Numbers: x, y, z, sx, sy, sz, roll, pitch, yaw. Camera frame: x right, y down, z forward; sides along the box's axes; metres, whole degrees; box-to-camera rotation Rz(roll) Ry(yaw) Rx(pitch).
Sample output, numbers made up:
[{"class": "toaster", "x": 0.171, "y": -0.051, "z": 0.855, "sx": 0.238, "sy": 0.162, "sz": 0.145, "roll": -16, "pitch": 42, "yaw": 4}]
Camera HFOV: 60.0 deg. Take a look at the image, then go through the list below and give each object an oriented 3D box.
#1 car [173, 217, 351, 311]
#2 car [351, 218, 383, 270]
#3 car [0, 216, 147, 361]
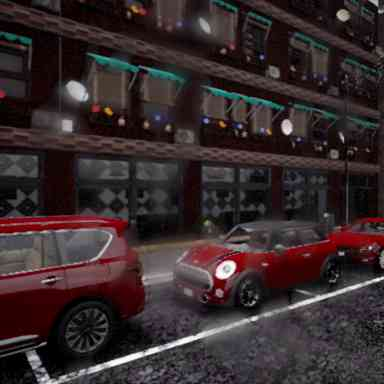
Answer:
[{"class": "car", "x": 1.561, "y": 1.434, "z": 7.672, "sx": 4.097, "sy": 1.590, "sz": 1.967, "roll": 0, "pitch": 0, "yaw": -36}, {"class": "car", "x": 6.150, "y": 1.532, "z": 10.946, "sx": 4.507, "sy": 1.381, "sz": 1.887, "roll": 0, "pitch": 0, "yaw": -36}, {"class": "car", "x": -3.026, "y": 1.315, "z": 4.398, "sx": 5.009, "sy": 1.841, "sz": 2.192, "roll": 0, "pitch": 0, "yaw": -36}]
